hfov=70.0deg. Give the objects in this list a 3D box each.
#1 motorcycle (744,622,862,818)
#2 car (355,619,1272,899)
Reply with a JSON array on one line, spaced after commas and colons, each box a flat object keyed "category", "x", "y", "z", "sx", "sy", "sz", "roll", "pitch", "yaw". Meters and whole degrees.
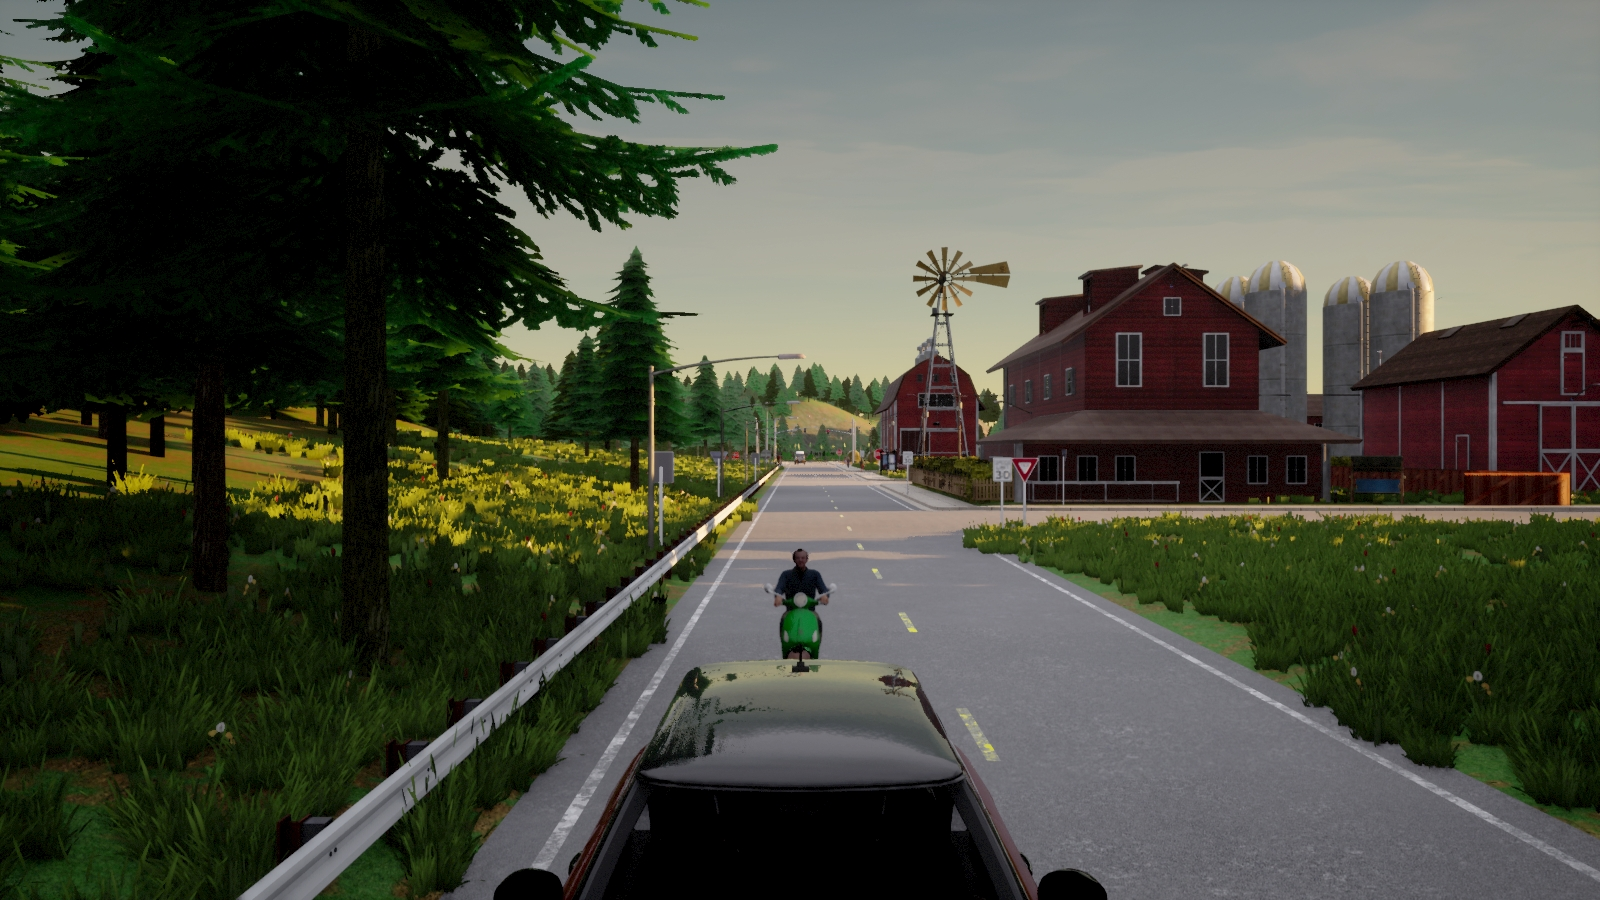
[{"category": "motorcycle", "x": 0.017, "y": 2.230, "z": 9.842, "sx": 0.867, "sy": 1.251, "sz": 2.209, "roll": -2, "pitch": -3, "yaw": 0}, {"category": "car", "x": 0.032, "y": 1.899, "z": 4.503, "sx": 2.097, "sy": 1.767, "sz": 4.553, "roll": 0, "pitch": 0, "yaw": 0}]
